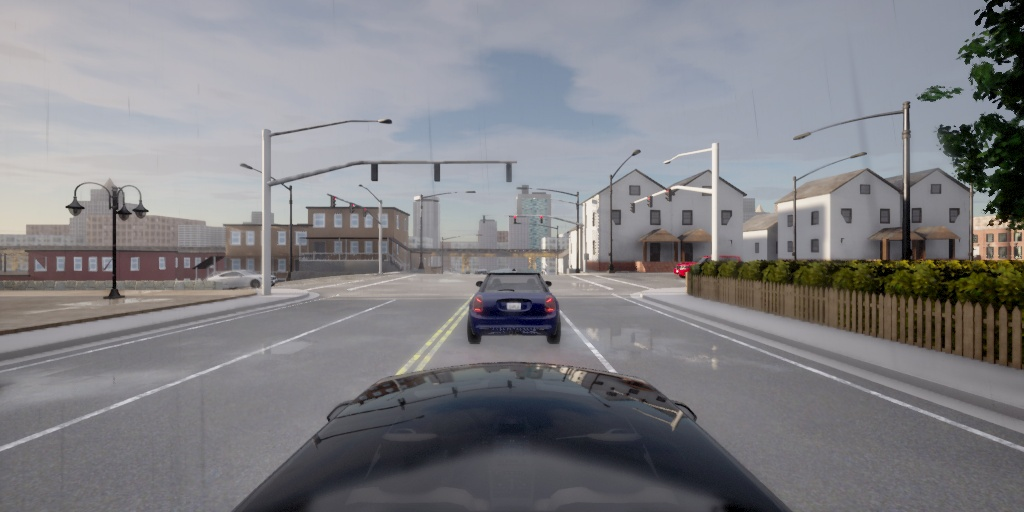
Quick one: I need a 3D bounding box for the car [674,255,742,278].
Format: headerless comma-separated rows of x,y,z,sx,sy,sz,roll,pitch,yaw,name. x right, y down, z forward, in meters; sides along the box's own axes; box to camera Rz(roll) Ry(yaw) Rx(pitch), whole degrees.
17.030,0.971,30.987,5.566,2.045,2.150,0,0,-1,car

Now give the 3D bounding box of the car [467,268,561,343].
0.052,1.102,9.862,2.097,1.767,4.553,0,0,0,car

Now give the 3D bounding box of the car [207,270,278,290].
-20.082,1.768,26.668,4.674,1.442,1.812,-4,0,-1,car
